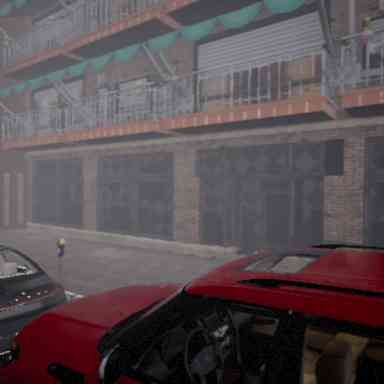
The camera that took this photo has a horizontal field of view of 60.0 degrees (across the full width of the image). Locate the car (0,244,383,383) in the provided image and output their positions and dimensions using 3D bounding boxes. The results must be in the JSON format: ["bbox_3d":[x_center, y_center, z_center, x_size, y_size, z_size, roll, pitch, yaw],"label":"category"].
[{"bbox_3d":[0.774,1.314,2.114,5.009,1.841,2.192,0,1,36],"label":"car"}]
